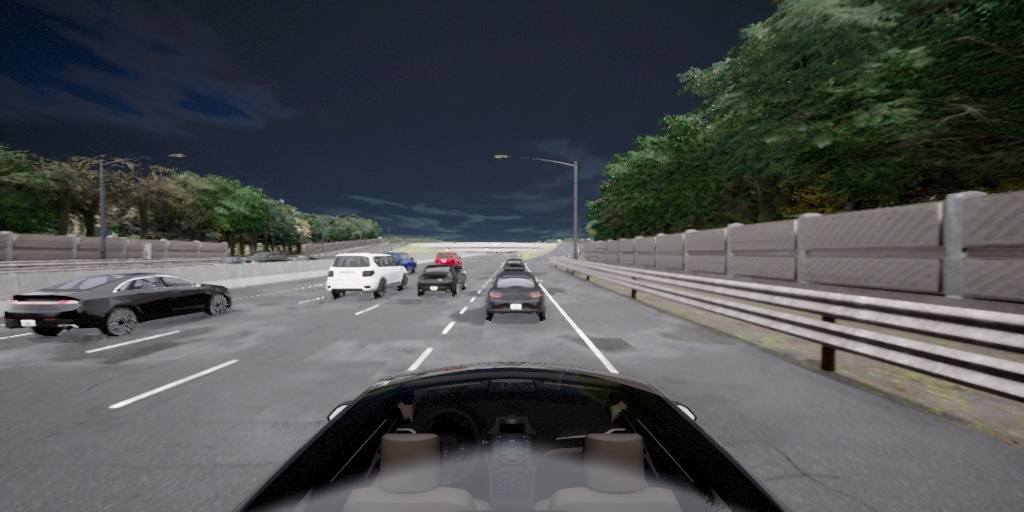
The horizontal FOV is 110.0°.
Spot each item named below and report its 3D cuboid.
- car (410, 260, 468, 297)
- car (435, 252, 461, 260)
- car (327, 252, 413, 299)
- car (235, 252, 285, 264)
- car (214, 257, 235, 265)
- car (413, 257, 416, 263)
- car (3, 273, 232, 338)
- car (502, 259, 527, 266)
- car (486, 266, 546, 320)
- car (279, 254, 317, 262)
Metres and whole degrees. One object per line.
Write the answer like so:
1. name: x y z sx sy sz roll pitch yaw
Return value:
1. car: -3.467 1.156 18.357 1.837 1.490 4.892 0 1 0
2. car: -6.756 0.612 38.209 2.150 2.045 5.566 0 1 0
3. car: -6.870 0.879 17.645 2.150 2.045 5.566 0 1 0
4. car: -27.885 0.582 40.601 2.150 2.045 5.566 0 0 1
5. car: -31.383 0.848 40.801 2.128 1.511 4.902 0 1 1
6. car: -10.297 0.689 32.334 2.150 2.045 5.566 0 1 0
7. car: -10.388 1.213 10.130 2.128 1.511 4.902 0 0 0
8. car: 0.193 0.997 30.544 1.837 1.490 4.892 0 1 0
9. car: 0.116 1.234 12.339 1.812 1.442 4.674 0 0 0
10. car: -24.364 0.849 41.843 1.837 1.490 4.892 0 0 1
